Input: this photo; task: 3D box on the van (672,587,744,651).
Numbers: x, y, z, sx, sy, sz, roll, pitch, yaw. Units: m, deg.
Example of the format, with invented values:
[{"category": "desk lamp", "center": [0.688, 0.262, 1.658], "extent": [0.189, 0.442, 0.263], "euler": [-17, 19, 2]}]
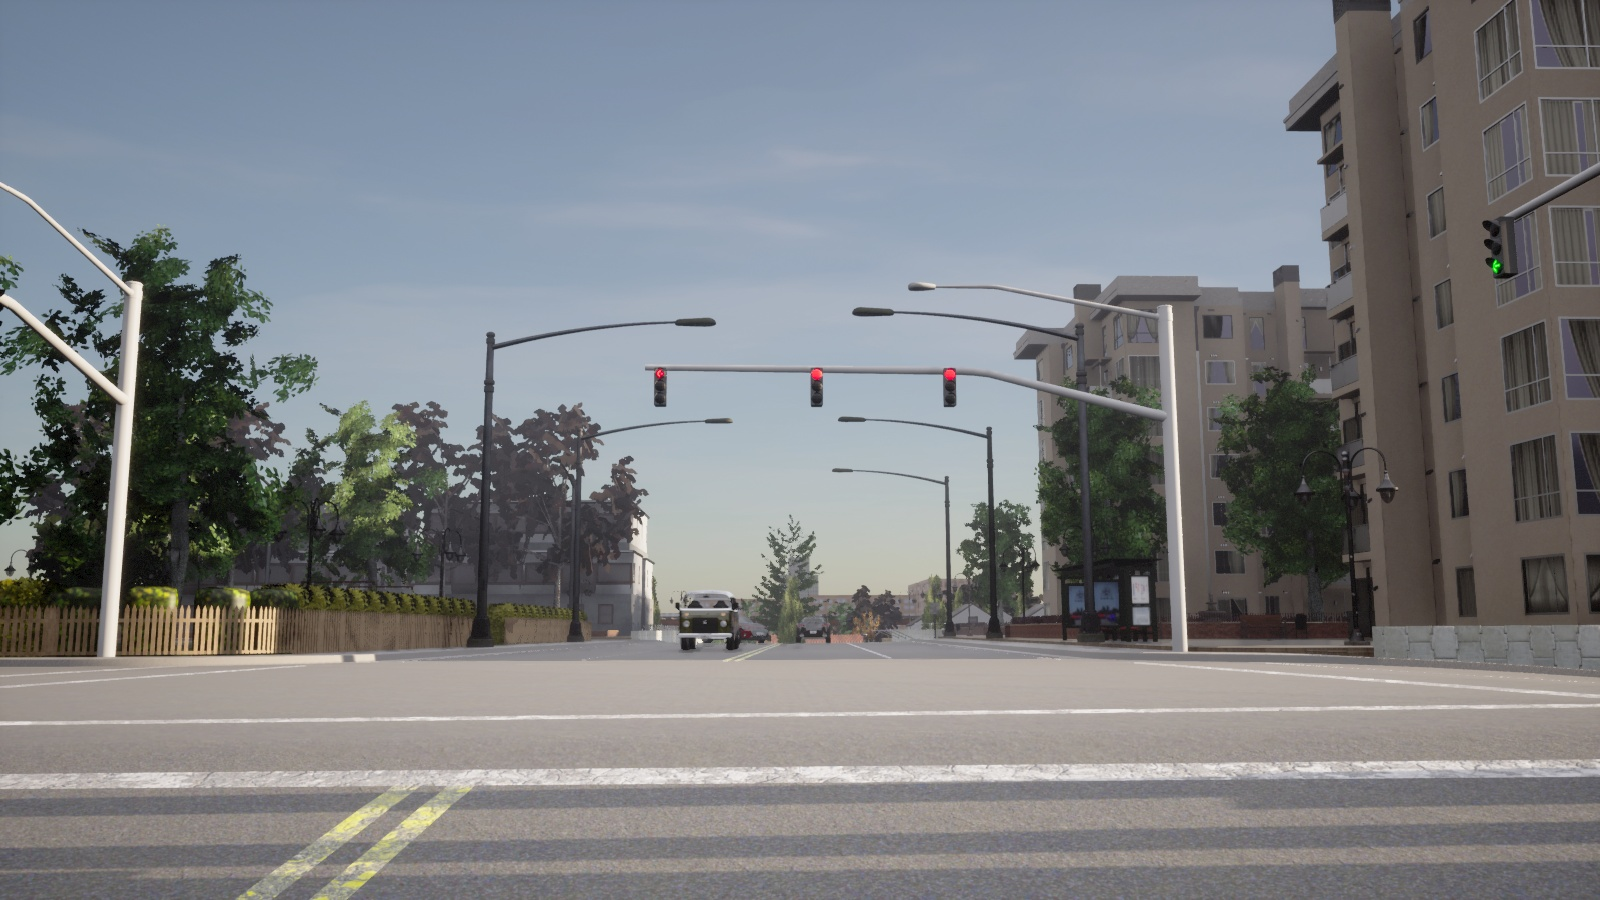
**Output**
[{"category": "van", "center": [-3.058, 5.748, 42.562], "extent": [2.069, 2.038, 4.480], "euler": [0, -8, 1]}]

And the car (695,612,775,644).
[{"category": "car", "center": [-3.624, 9.882, 69.455], "extent": [2.033, 1.649, 4.856], "euler": [8, -12, -36]}]

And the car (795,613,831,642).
[{"category": "car", "center": [0.806, 11.027, 77.855], "extent": [2.152, 1.651, 5.027], "euler": [0, -9, 1]}]
